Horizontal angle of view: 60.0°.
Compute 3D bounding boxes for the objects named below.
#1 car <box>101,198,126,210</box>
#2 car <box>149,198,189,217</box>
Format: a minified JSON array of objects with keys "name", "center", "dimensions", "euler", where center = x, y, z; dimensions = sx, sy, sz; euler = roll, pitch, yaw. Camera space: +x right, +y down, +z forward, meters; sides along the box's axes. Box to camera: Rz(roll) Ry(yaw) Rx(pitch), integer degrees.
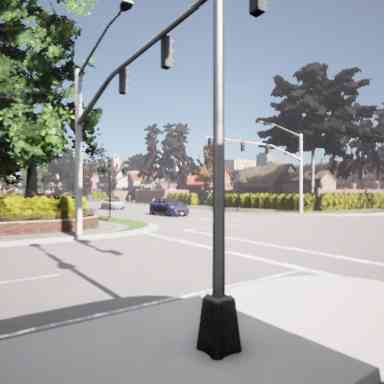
[{"name":"car","center":[-10.164,1.515,42.458],"dimensions":[1.812,1.442,4.674],"euler":[0,0,-36]},{"name":"car","center":[-2.198,1.341,31.474],"dimensions":[2.097,1.767,4.553],"euler":[0,0,-36]}]
